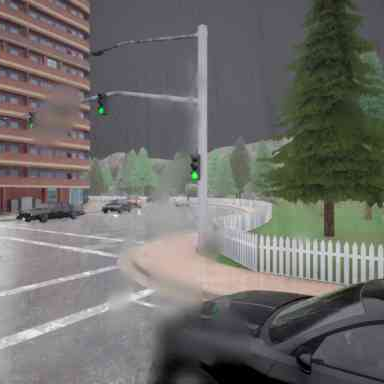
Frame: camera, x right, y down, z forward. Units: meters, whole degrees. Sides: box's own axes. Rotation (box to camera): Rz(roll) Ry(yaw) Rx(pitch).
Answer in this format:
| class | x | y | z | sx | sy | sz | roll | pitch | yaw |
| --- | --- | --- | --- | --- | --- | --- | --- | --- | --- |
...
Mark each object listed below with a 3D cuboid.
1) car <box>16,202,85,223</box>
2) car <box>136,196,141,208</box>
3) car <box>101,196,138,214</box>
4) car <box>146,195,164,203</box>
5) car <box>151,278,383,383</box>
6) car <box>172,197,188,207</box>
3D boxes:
| class | x | y | z | sx | sy | sz | roll | pitch | yaw |
| --- | --- | --- | --- | --- | --- | --- | --- | --- | --- |
| car | -10.641 | 1.492 | 25.586 | 2.033 | 1.411 | 5.357 | 0 | 0 | 24 |
| car | -8.119 | 1.296 | 45.702 | 2.097 | 1.767 | 4.553 | 0 | 0 | -11 |
| car | -7.821 | 1.492 | 35.405 | 2.033 | 1.411 | 5.357 | 0 | 0 | 7 |
| car | -7.745 | 1.448 | 69.350 | 1.837 | 1.490 | 4.892 | 0 | 0 | -42 |
| car | 1.873 | 1.478 | 2.653 | 5.008 | 1.535 | 1.882 | 0 | 0 | 36 |
| car | -1.790 | 1.470 | 50.612 | 1.812 | 1.442 | 4.674 | 0 | 0 | -14 |
